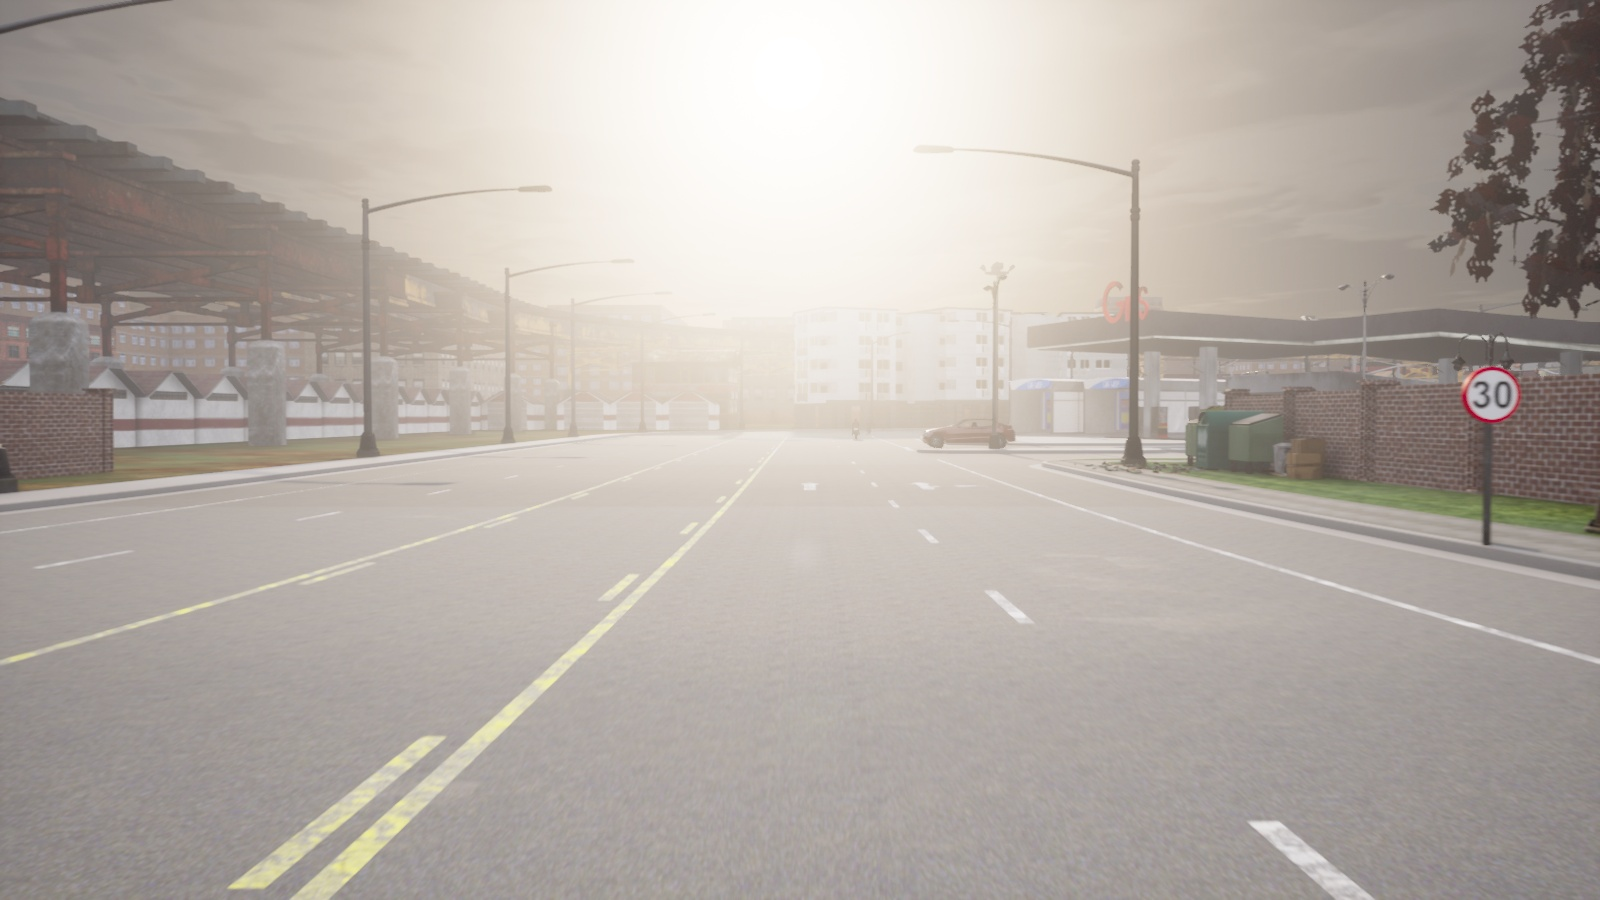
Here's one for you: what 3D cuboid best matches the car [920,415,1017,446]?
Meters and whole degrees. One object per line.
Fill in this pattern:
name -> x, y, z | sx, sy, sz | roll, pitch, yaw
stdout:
car -> 9.059, -1.052, 67.895 | 5.027, 1.651, 2.152 | 0, 2, 4
